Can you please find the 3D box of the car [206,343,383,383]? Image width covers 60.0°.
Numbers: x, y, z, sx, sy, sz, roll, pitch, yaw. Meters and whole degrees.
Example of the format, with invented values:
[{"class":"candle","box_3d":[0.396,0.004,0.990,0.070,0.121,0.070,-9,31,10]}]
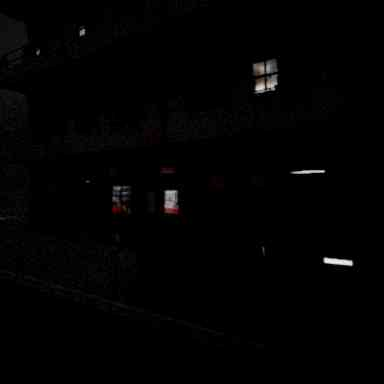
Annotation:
[{"class":"car","box_3d":[1.983,1.554,1.641,4.403,1.369,2.008,0,-1,36]}]
